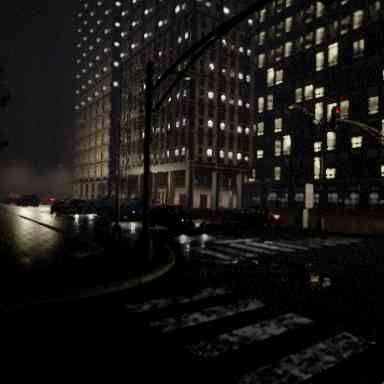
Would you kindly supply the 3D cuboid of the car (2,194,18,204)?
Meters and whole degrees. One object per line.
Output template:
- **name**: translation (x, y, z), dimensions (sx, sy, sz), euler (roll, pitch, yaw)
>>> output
- **car**: translation (-31.954, 1.262, 59.506), dimensions (2.192, 1.841, 5.009), euler (2, -1, -35)

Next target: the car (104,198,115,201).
- **car**: translation (-8.774, 1.789, 41.329), dimensions (2.008, 1.369, 4.403), euler (2, -1, -35)

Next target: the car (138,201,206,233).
- **car**: translation (-1.103, 1.573, 20.543), dimensions (2.128, 1.511, 4.902), euler (2, -1, -35)

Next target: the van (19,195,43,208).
- **van**: translation (-22.139, 1.302, 45.691), dimensions (1.690, 1.788, 3.998), euler (2, -1, -35)

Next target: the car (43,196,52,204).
- **car**: translation (-26.326, 1.483, 61.574), dimensions (2.097, 1.767, 4.553), euler (2, -1, -35)

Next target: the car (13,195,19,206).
- **car**: translation (-25.417, 1.538, 50.292), dimensions (1.802, 1.307, 4.206), euler (2, -1, -35)

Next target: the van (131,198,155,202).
- **van**: translation (-5.496, 1.586, 36.728), dimensions (1.690, 1.788, 3.998), euler (2, -1, -35)

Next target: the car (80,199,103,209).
- **car**: translation (-15.317, 1.792, 50.539), dimensions (1.947, 1.339, 4.313), euler (2, -1, -35)

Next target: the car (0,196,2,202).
- **car**: translation (-38.503, 1.505, 68.711), dimensions (1.947, 1.339, 4.313), euler (2, -1, -35)

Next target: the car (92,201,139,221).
- **car**: translation (-6.525, 1.670, 28.169), dimensions (1.895, 1.301, 4.718), euler (2, -1, -35)

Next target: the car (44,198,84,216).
- **car**: translation (-12.331, 1.530, 31.874), dimensions (2.008, 1.369, 4.403), euler (2, -1, -35)

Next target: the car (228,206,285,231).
- **car**: translation (4.316, 1.707, 22.912), dimensions (1.967, 1.590, 4.097), euler (2, -1, -35)

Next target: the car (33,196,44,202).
- **car**: translation (-38.219, 1.781, 82.771), dimensions (1.802, 1.307, 4.206), euler (2, -1, -35)

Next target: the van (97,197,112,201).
- **van**: translation (-12.039, 1.573, 45.938), dimensions (1.690, 1.788, 3.998), euler (2, -1, -35)

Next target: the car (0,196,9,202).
- **car**: translation (-41.774, 1.487, 73.316), dimensions (2.008, 1.369, 4.403), euler (2, -1, -35)

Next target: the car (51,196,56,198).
- **car**: translation (-20.342, 1.631, 53.144), dimensions (2.128, 1.511, 4.902), euler (2, -1, -35)

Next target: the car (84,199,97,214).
- **car**: translation (-12.440, 1.562, 36.514), dimensions (1.837, 1.490, 4.892), euler (2, -1, -35)
